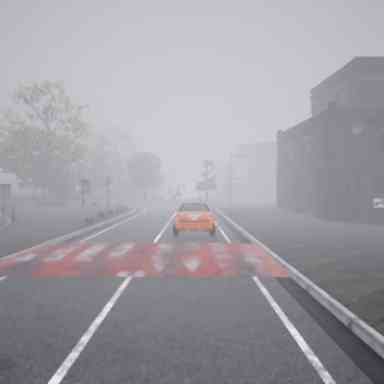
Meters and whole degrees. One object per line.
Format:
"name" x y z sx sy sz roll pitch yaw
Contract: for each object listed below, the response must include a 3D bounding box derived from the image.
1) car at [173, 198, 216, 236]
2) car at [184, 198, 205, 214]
"car" 0.106 1.264 18.063 2.097 1.767 4.553 0 0 0
"car" 0.320 1.346 34.509 2.033 1.411 5.357 0 0 2
